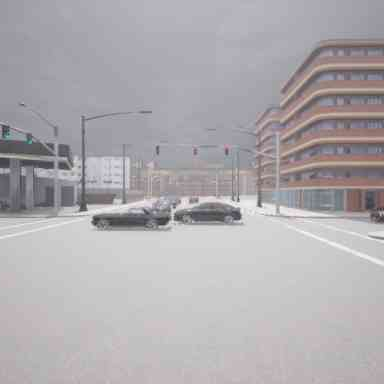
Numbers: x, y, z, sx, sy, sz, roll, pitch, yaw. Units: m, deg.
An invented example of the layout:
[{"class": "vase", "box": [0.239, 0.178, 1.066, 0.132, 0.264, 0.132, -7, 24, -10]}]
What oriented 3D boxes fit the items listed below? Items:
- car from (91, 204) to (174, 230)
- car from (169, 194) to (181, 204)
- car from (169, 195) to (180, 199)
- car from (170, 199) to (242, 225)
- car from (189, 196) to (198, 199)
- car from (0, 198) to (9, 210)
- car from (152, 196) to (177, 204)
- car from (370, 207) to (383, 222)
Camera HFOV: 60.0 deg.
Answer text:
[{"class": "car", "box": [-3.672, 1.601, 20.363, 4.718, 1.301, 1.895, 0, 0, 1]}, {"class": "car", "box": [-3.208, 1.352, 65.120, 2.097, 1.767, 4.553, 0, 0, 0]}, {"class": "car", "box": [-3.133, 1.352, 44.948, 2.097, 1.767, 4.553, 0, 0, 0]}, {"class": "car", "box": [1.134, 1.507, 23.816, 4.892, 1.490, 1.837, 1, 0, 1]}, {"class": "car", "box": [0.345, 1.491, 63.731, 2.128, 1.511, 4.902, 0, 0, 0]}, {"class": "car", "box": [-23.943, 1.456, 39.422, 3.806, 1.475, 1.970, 0, 0, 1]}, {"class": "car", "box": [-3.076, 1.491, 35.230, 2.128, 1.511, 4.902, 0, 0, 0]}, {"class": "car", "box": [15.240, 1.353, 23.675, 4.553, 1.767, 2.097, 0, 0, 1]}]
